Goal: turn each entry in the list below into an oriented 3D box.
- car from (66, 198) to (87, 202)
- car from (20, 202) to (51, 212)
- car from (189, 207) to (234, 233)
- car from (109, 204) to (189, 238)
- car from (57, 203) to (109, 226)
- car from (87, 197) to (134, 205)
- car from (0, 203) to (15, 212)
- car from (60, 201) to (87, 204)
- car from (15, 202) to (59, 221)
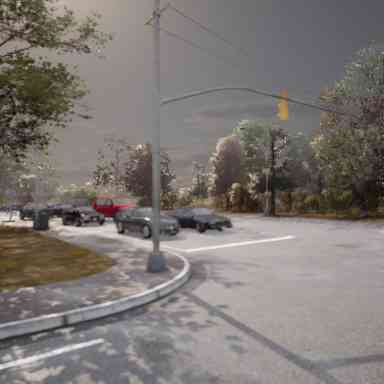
[{"bbox_3d":[-17.377,1.932,48.607,5.566,2.045,2.150,-1,-1,39],"label":"car"},{"bbox_3d":[-25.845,2.465,54.870,5.357,1.411,2.033,-1,-1,34],"label":"car"},{"bbox_3d":[0.129,1.654,20.763,2.033,1.411,5.357,0,-1,-39],"label":"car"},{"bbox_3d":[-2.535,1.606,18.444,1.837,1.490,4.892,0,-1,-39],"label":"car"},{"bbox_3d":[-8.276,1.798,25.264,1.994,1.385,4.181,0,-1,-43],"label":"car"},{"bbox_3d":[-6.479,1.482,28.522,2.150,2.045,5.566,0,-1,-42],"label":"car"},{"bbox_3d":[-28.537,2.436,52.411,4.892,1.490,1.837,-1,-1,34],"label":"car"},{"bbox_3d":[-13.949,2.028,36.131,5.357,1.411,2.033,-2,-1,43],"label":"car"},{"bbox_3d":[-15.177,1.947,32.461,4.892,1.490,1.837,-2,-1,44],"label":"car"}]
